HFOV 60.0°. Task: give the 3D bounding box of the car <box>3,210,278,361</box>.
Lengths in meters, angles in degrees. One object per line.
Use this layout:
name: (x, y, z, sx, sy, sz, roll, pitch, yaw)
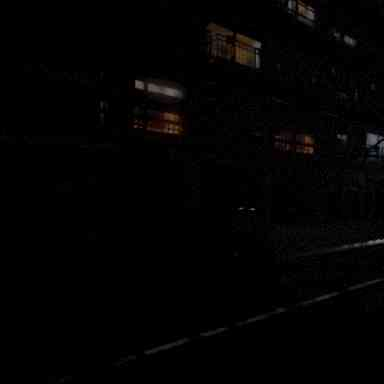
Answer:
car: (-0.558, 1.318, 6.136, 5.009, 1.841, 2.192, 0, 1, -35)
